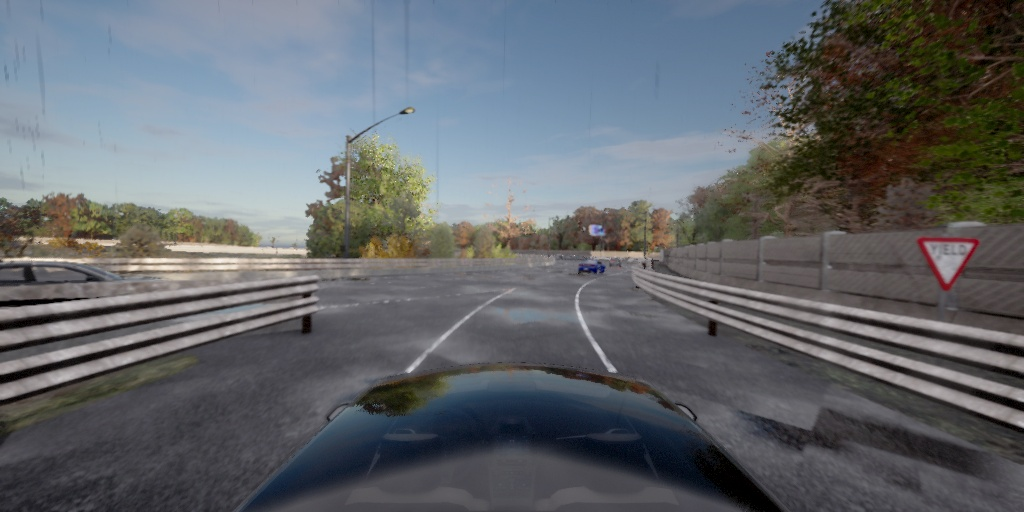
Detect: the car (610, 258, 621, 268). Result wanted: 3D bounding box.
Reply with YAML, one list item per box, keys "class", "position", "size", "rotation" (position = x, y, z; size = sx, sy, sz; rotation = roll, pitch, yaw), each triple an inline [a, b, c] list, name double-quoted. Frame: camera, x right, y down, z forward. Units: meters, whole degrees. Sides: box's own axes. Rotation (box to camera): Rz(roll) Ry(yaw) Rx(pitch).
- class: "car"
  position: [16.800, 1.095, 58.452]
  size: [2.128, 1.511, 4.902]
  rotation: [2, 1, 17]

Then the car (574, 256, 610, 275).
- class: "car"
  position: [8.254, 1.091, 36.752]
  size: [1.882, 1.535, 5.008]
  rotation: [2, 1, 27]

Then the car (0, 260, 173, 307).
- class: "car"
  position: [-11.743, 0.867, 9.203]
  size: [1.882, 1.535, 5.008]
  rotation: [2, 1, 45]
